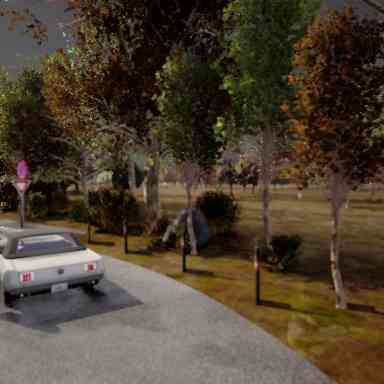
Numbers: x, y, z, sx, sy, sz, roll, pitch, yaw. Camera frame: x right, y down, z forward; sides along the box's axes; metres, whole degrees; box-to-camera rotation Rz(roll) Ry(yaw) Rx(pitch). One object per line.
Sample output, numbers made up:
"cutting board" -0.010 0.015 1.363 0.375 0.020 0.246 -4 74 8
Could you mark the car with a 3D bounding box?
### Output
"car" -3.943 1.594 8.444 1.895 1.301 4.718 -2 2 -36
